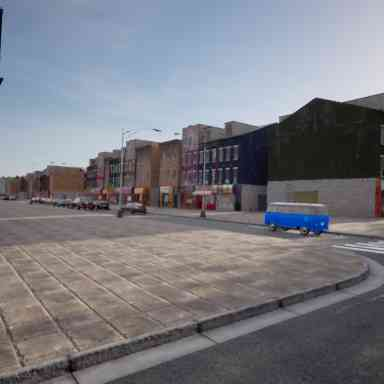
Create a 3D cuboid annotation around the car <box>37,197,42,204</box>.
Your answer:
[{"bbox_3d":[-32.218,1.953,73.191,1.802,1.307,4.206,3,-2,-36],"label":"car"}]

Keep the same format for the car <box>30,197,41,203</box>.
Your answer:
[{"bbox_3d":[-38.615,2.011,82.057,1.802,1.307,4.206,3,-2,-36],"label":"car"}]

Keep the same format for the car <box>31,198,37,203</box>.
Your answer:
[{"bbox_3d":[-35.412,1.839,77.628,1.967,1.590,4.097,3,-2,-36],"label":"car"}]

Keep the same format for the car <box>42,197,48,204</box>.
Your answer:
[{"bbox_3d":[-29.117,1.871,68.897,1.752,1.417,4.829,3,-2,-36],"label":"car"}]

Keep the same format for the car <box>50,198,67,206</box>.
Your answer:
[{"bbox_3d":[-25.820,1.887,64.324,1.947,1.339,4.313,3,-2,-36],"label":"car"}]

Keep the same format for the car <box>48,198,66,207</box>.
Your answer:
[{"bbox_3d":[-20.686,1.710,52.710,2.033,1.411,5.357,3,-2,-36],"label":"car"}]

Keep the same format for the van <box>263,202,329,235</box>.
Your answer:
[{"bbox_3d":[6.171,1.555,19.992,1.690,1.788,3.998,3,-2,-36],"label":"van"}]

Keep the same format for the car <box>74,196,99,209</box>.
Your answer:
[{"bbox_3d":[-16.216,1.578,51.029,2.192,1.841,5.009,3,-2,-36],"label":"car"}]

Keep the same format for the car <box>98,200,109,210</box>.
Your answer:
[{"bbox_3d":[-13.026,1.814,46.590,1.947,1.339,4.313,3,-2,-36],"label":"car"}]

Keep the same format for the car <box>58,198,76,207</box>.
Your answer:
[{"bbox_3d":[-22.621,1.844,59.891,1.887,1.381,4.507,3,-2,-36],"label":"car"}]

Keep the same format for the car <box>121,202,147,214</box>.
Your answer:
[{"bbox_3d":[-6.630,1.809,37.722,1.802,1.307,4.206,3,-2,-36],"label":"car"}]

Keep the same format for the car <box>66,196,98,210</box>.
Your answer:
[{"bbox_3d":[-14.860,1.490,44.738,2.097,1.767,4.553,3,-2,-35],"label":"car"}]
